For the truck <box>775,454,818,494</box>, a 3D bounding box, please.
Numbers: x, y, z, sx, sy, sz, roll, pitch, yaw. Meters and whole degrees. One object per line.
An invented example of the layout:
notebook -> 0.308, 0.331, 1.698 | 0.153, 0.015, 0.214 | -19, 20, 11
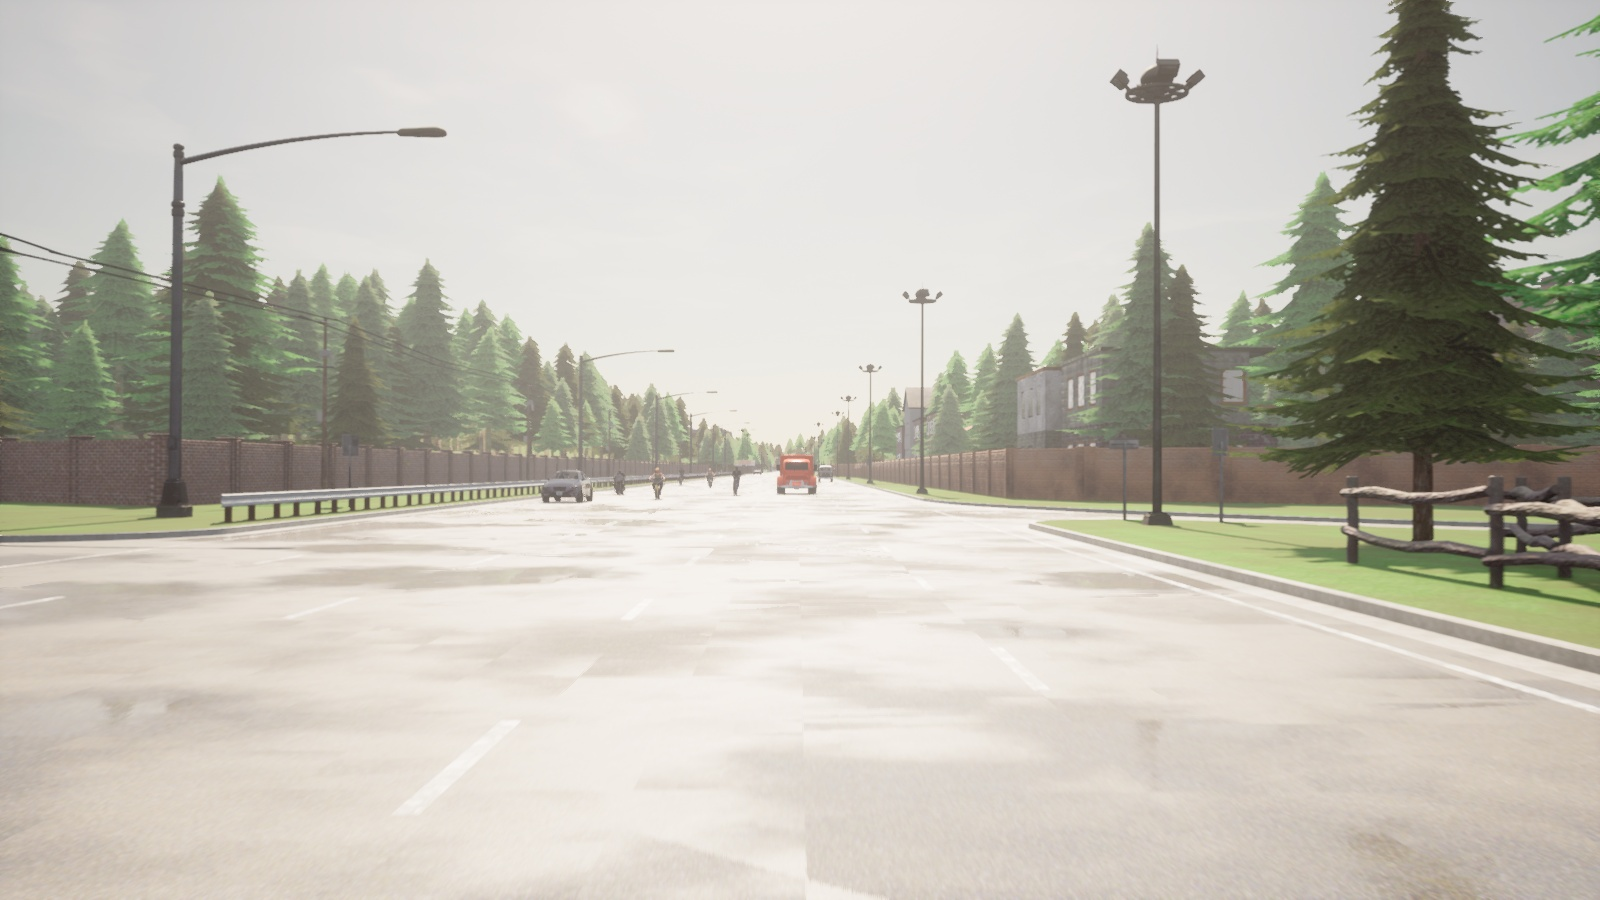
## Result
truck -> -0.195, 1.517, 79.396 | 2.627, 2.467, 5.204 | 0, -1, 0

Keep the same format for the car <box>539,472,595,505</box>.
car -> -10.640, 1.733, 57.674 | 1.816, 1.474, 4.193 | 0, -1, 0

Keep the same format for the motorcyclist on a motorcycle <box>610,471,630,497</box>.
motorcyclist on a motorcycle -> -10.682, 2.010, 74.700 | 0.866, 1.530, 2.191 | 0, -1, 0
